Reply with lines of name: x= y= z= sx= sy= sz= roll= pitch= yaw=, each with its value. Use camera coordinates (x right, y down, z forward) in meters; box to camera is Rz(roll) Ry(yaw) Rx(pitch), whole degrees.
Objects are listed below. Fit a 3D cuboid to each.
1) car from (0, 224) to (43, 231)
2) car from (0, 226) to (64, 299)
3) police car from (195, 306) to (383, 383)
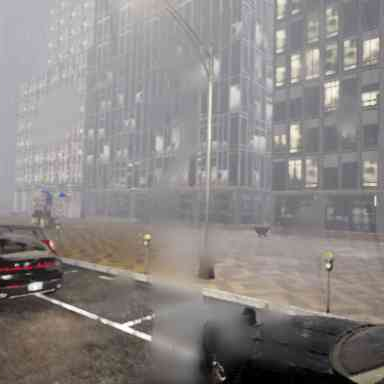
car: x=-6.878 y=1.938 z=12.498 sx=4.097 sy=1.590 sz=1.967 roll=-1 pitch=-3 yaw=40
car: x=-5.272 y=1.852 z=8.833 sx=4.892 sy=1.490 sz=1.837 roll=-1 pitch=-4 yaw=40
police car: x=2.324 y=1.626 z=2.502 sx=5.238 sy=1.638 sz=1.930 roll=-1 pitch=-4 yaw=40
